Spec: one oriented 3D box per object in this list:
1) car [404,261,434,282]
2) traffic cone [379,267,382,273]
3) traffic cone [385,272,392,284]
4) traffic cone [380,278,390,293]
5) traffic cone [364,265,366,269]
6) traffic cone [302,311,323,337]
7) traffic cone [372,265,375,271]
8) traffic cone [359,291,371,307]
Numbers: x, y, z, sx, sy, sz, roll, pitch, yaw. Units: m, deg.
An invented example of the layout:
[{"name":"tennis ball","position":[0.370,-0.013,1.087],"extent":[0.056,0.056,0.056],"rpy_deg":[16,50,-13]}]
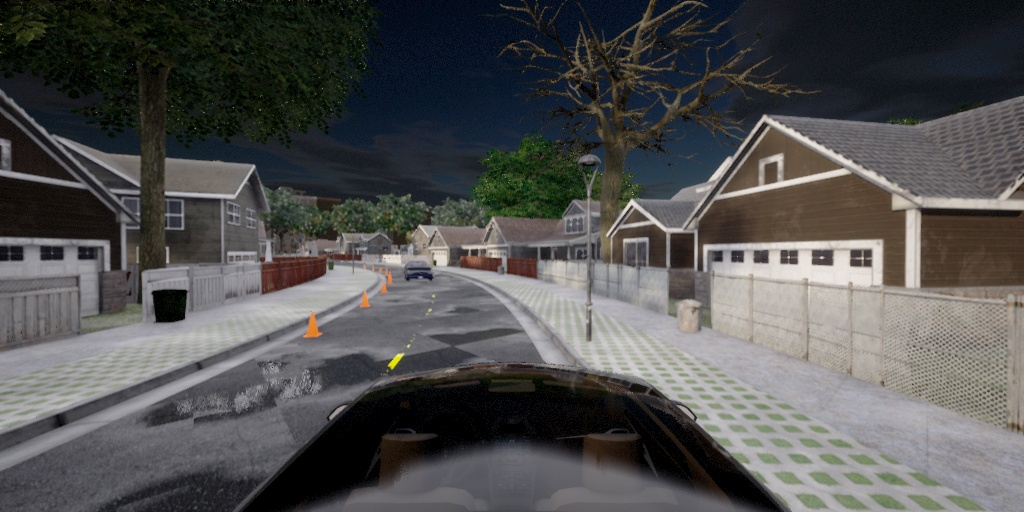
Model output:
[{"name":"car","position":[-7.039,1.069,26.729],"extent":[2.033,1.411,5.357],"rpy_deg":[0,1,-19]},{"name":"traffic cone","position":[-13.318,1.391,36.382],"extent":[0.340,0.580,0.340],"rpy_deg":[0,0,-28]},{"name":"traffic cone","position":[-7.799,1.514,22.953],"extent":[0.340,0.580,0.340],"rpy_deg":[0,0,-17]},{"name":"traffic cone","position":[-6.524,1.557,18.279],"extent":[0.340,0.580,0.340],"rpy_deg":[0,0,-13]},{"name":"traffic cone","position":[-18.339,1.313,44.666],"extent":[0.340,0.580,0.340],"rpy_deg":[0,0,-35]},{"name":"traffic cone","position":[-4.854,1.645,8.736],"extent":[0.340,0.580,0.340],"rpy_deg":[0,0,-6]},{"name":"traffic cone","position":[-15.701,1.351,40.602],"extent":[0.340,0.580,0.340],"rpy_deg":[0,0,-31]},{"name":"traffic cone","position":[-5.542,1.601,13.533],"extent":[0.340,0.580,0.340],"rpy_deg":[0,0,-10]}]
